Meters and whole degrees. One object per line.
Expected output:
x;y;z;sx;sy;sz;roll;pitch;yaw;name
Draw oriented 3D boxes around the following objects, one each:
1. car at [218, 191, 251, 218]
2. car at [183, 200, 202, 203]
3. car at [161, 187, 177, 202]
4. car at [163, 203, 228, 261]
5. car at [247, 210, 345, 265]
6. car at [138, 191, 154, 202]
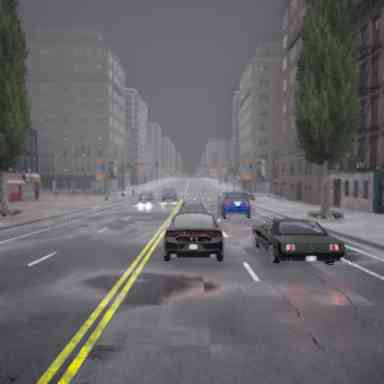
3.320;0.921;26.577;2.150;2.045;5.566;0;1;0;car
0.066;1.304;26.271;1.895;1.301;4.718;0;1;0;car
-3.310;0.304;49.078;2.150;2.045;5.566;0;2;0;car
0.070;1.399;12.032;1.882;1.535;5.008;0;1;1;car
3.317;1.529;11.410;1.895;1.301;4.718;0;1;0;car
-6.566;0.618;47.690;2.128;1.511;4.902;0;2;0;car
